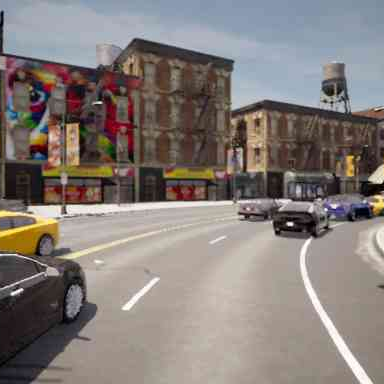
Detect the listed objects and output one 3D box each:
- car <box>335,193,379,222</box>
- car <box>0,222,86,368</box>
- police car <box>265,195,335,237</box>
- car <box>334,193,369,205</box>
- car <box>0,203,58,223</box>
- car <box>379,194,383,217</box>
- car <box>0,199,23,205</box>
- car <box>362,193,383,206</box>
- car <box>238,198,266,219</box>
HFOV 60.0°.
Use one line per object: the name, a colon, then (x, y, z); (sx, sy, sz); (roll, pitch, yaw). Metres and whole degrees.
car: (10.672, 0.965, 22.813); (4.553, 1.767, 2.097); (-1, 1, -43)
car: (-2.972, 1.427, 4.054); (1.837, 1.490, 4.892); (0, 1, 6)
police car: (5.559, 1.142, 16.533); (1.930, 1.638, 5.238); (1, 1, 31)
car: (20.418, 0.847, 42.553); (4.181, 1.385, 1.994); (0, 1, -29)
car: (-5.786, 1.305, 9.163); (1.882, 1.535, 5.008); (0, 1, 14)
car: (14.739, 1.020, 26.009); (5.366, 1.575, 1.801); (-1, 1, -34)
car: (-8.317, 1.111, 12.884); (2.097, 1.767, 4.553); (1, 1, 18)
car: (22.620, 0.900, 39.772); (4.181, 1.385, 1.994); (0, 1, -29)
car: (5.340, 1.140, 23.558); (2.033, 1.411, 5.357); (1, 1, 41)
